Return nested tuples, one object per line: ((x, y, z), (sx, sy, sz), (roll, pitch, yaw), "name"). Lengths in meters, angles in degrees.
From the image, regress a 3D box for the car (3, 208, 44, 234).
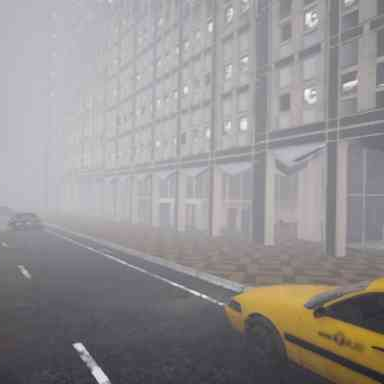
((-11.647, 2.089, 23.162), (2.033, 1.411, 5.357), (2, -2, -33), "car")

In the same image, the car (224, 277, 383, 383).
((2.535, 1.612, 3.699), (1.801, 1.575, 5.366), (2, -2, -33), "car")

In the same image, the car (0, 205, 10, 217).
((-22.689, 2.387, 39.890), (1.837, 1.490, 4.892), (2, -1, -33), "car")
